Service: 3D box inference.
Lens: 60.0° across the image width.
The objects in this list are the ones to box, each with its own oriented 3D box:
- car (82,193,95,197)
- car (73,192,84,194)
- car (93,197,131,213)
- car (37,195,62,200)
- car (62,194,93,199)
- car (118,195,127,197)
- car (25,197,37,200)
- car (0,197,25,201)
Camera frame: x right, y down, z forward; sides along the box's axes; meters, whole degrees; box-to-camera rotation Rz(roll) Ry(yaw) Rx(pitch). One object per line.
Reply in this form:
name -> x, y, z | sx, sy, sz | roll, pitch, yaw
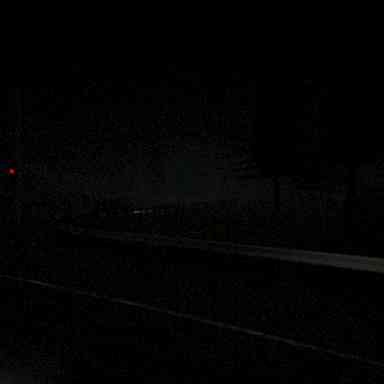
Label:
car -> -22.522, 1.363, 76.042 | 1.882, 1.535, 5.008 | 0, 0, 10
car -> -26.075, 1.114, 75.911 | 2.150, 2.045, 5.566 | 0, 0, 10
car -> -8.009, 1.509, 34.302 | 1.994, 1.385, 4.181 | 0, 0, 23
car -> -26.140, 1.416, 62.828 | 1.837, 1.490, 4.892 | 0, 0, 22
car -> -20.271, 1.477, 59.062 | 1.994, 1.385, 4.181 | 0, 0, 23
car -> -15.758, 1.382, 73.916 | 1.837, 1.490, 4.892 | 0, 0, 10
car -> -30.711, 1.518, 61.085 | 1.895, 1.301, 4.718 | 0, 0, 24
car -> -26.134, 1.448, 45.765 | 1.837, 1.490, 4.892 | 0, 0, 24
